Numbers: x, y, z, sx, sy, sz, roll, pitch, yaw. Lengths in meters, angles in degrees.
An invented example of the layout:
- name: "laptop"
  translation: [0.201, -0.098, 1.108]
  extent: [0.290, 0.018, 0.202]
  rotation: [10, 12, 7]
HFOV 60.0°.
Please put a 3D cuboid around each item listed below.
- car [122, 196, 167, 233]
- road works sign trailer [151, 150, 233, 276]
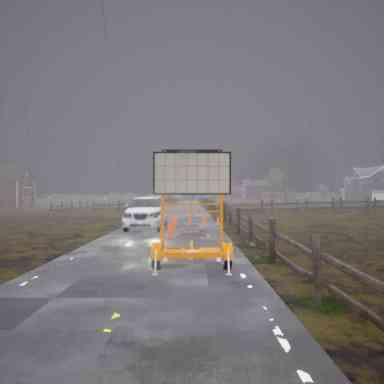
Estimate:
- name: "car"
  translation: [-2.745, 1.277, 20.356]
  extent: [2.150, 2.045, 5.566]
  rotation: [0, 0, 0]
- name: "road works sign trailer"
  translation: [0.003, 0.481, 10.425]
  extent: [2.380, 3.560, 2.880]
  rotation: [0, 0, 0]
